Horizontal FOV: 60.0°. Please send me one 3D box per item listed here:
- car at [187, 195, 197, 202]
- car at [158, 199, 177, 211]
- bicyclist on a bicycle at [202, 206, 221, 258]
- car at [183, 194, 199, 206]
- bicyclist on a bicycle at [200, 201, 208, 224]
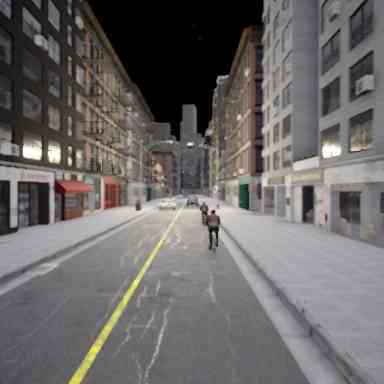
[{"bbox_3d":[0.021,1.385,74.349,2.128,1.511,4.902,0,0,0],"label":"car"},{"bbox_3d":[-2.832,1.509,38.977,1.895,1.301,4.718,0,0,0],"label":"car"},{"bbox_3d":[0.759,1.421,11.640,0.582,1.620,1.656,0,0,0],"label":"bicyclist on a bicycle"},{"bbox_3d":[0.087,1.434,52.039,2.033,1.411,5.357,0,0,0],"label":"car"},{"bbox_3d":[0.760,1.399,20.636,0.582,1.620,1.656,0,0,0],"label":"bicyclist on a bicycle"}]
